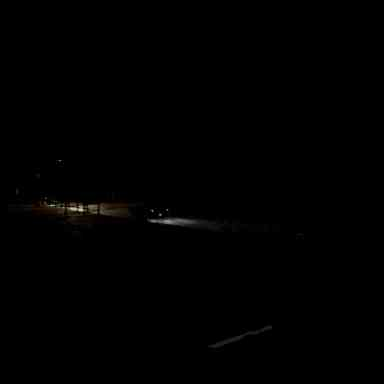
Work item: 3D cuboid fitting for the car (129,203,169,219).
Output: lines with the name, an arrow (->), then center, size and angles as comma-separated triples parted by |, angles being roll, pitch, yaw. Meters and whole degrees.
car -> -3.995, 1.678, 30.541 | 1.895, 1.301, 4.718 | -2, 1, -35

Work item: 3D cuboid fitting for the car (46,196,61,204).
car -> -25.750, 1.564, 61.808 | 2.128, 1.511, 4.902 | -2, 1, -35
